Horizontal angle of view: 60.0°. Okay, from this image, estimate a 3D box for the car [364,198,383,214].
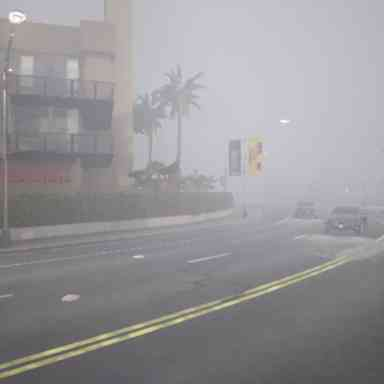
[{"bbox_3d":[18.752,1.615,35.368,1.895,1.301,4.718,0,0,9],"label":"car"}]

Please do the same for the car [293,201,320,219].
[{"bbox_3d":[10.275,1.556,30.021,1.837,1.490,4.892,0,-1,17],"label":"car"}]

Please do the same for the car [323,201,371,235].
[{"bbox_3d":[8.991,1.522,19.253,1.837,1.490,4.892,0,0,32],"label":"car"}]
